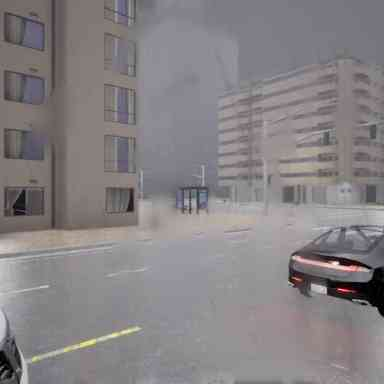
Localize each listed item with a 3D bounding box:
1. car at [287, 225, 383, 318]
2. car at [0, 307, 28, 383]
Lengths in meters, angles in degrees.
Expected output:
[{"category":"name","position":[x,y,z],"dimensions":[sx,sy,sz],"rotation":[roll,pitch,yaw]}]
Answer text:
[{"category":"car","position":[4.120,1.492,7.380],"dimensions":[4.902,1.511,2.128],"rotation":[0,0,-39]},{"category":"car","position":[-3.755,1.221,1.367],"dimensions":[5.566,2.045,2.150],"rotation":[0,0,-32]}]
